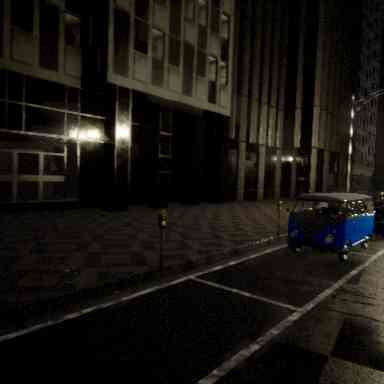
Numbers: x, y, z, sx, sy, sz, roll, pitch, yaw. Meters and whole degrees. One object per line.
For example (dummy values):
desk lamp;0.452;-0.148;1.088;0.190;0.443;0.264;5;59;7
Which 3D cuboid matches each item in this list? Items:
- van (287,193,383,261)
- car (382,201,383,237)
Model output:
van;4.376;0.928;10.281;1.690;1.788;3.998;5;4;40
car;8.007;1.055;14.600;1.947;1.339;4.313;5;4;40
